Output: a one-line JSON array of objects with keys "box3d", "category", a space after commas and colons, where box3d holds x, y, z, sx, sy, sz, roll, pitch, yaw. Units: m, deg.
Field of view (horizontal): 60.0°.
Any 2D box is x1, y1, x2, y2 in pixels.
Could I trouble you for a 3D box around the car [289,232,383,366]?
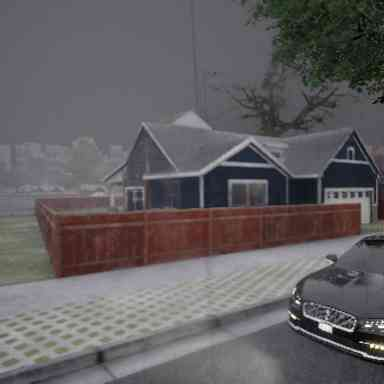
[{"box3d": [3.704, 1.502, 5.712, 4.892, 1.490, 1.837, 0, 0, -35], "category": "car"}]
